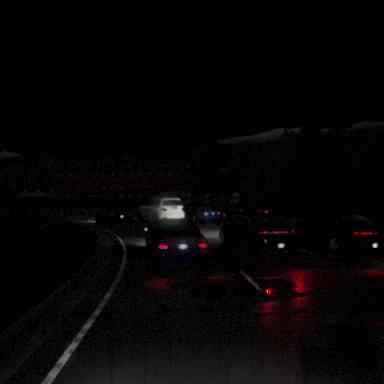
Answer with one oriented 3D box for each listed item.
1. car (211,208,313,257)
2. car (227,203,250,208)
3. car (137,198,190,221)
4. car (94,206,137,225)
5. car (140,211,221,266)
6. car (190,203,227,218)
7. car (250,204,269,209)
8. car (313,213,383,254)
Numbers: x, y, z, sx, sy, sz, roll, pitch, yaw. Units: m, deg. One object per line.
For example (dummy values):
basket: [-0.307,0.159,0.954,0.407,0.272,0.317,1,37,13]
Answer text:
car: [2.554,1.620,13.641,2.128,1.511,4.902,0,0,-11]
car: [2.933,1.800,31.550,1.837,1.490,4.892,0,0,-31]
car: [-2.687,1.479,27.285,2.150,2.045,5.566,0,0,-31]
car: [-6.291,1.810,26.391,1.994,1.385,4.181,0,-1,-33]
car: [-0.695,1.661,12.151,2.033,1.411,5.357,0,-1,-10]
car: [0.371,1.817,28.991,2.033,1.411,5.357,0,-1,-32]
car: [5.995,1.873,33.238,1.994,1.385,4.181,0,-1,-31]
car: [6.016,1.639,14.151,1.837,1.490,4.892,0,0,-11]
